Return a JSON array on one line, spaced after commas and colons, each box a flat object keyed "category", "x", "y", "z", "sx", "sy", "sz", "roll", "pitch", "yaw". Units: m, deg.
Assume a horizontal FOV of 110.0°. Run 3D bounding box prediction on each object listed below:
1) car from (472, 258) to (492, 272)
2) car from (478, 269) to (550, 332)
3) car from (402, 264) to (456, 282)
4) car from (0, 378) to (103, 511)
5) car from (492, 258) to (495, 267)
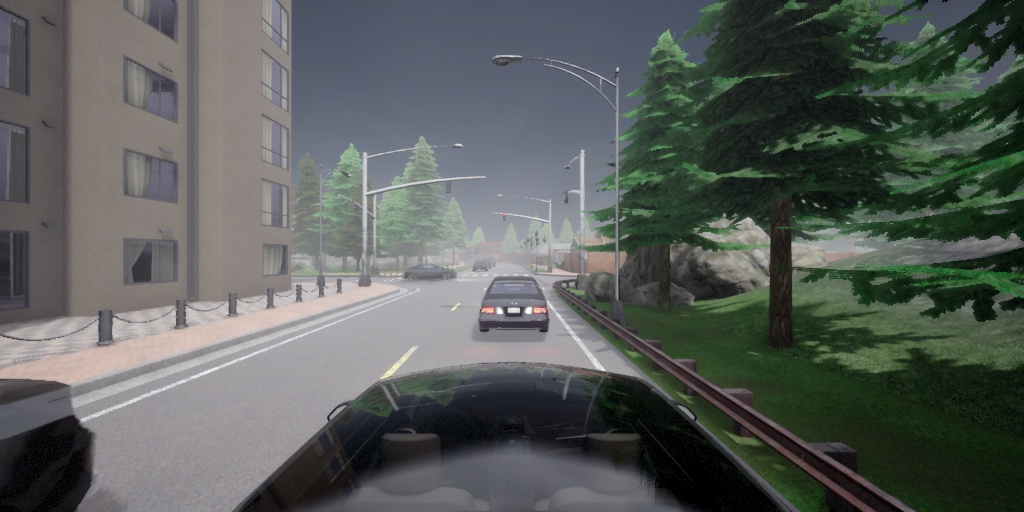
[{"category": "car", "x": -4.012, "y": 1.225, "z": 46.336, "sx": 1.837, "sy": 1.490, "sz": 4.892, "roll": 0, "pitch": 0, "yaw": 0}, {"category": "car", "x": 0.066, "y": 1.297, "z": 10.778, "sx": 2.033, "sy": 1.411, "sz": 5.357, "roll": 0, "pitch": 0, "yaw": 1}, {"category": "car", "x": -6.593, "y": 1.297, "z": 28.731, "sx": 4.181, "sy": 1.385, "sz": 1.994, "roll": 0, "pitch": 0, "yaw": -18}, {"category": "car", "x": -3.590, "y": 1.241, "z": 0.195, "sx": 2.128, "sy": 1.511, "sz": 4.902, "roll": 0, "pitch": 0, "yaw": 0}, {"category": "car", "x": -4.068, "y": 1.225, "z": 55.802, "sx": 1.837, "sy": 1.490, "sz": 4.892, "roll": 0, "pitch": 0, "yaw": 0}]
